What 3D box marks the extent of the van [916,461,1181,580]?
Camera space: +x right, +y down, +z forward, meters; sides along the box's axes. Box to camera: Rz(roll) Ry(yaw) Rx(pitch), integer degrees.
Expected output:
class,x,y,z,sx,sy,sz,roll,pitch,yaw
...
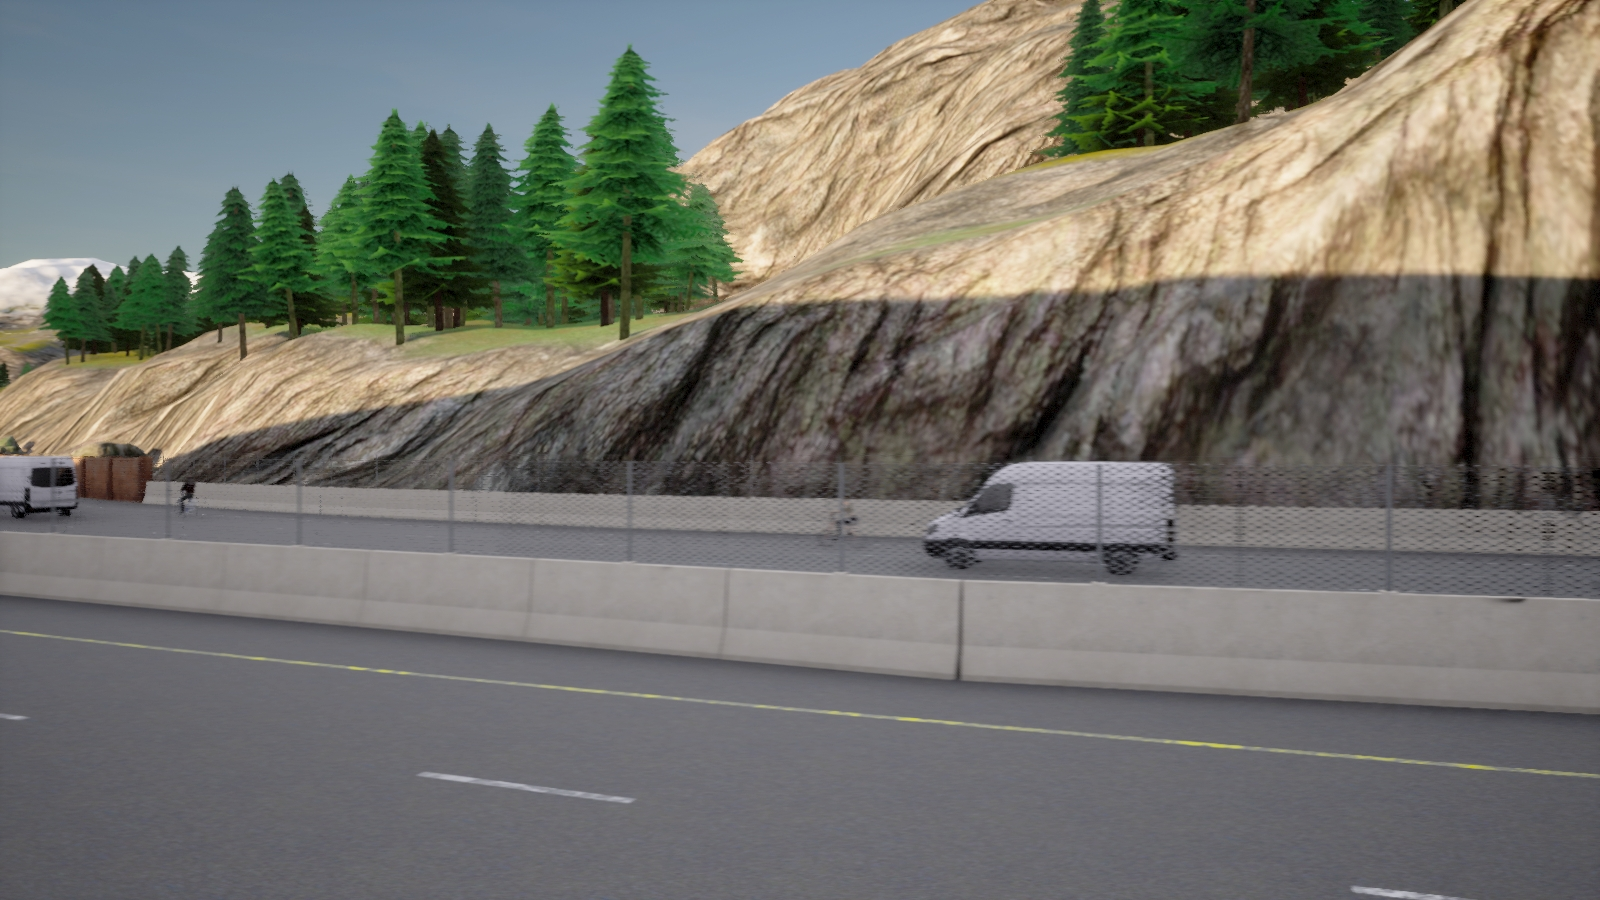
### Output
class,x,y,z,sx,sy,sz,roll,pitch,yaw
van,5.874,1.562,27.067,5.915,2.561,1.988,0,0,20

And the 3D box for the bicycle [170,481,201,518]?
class,x,y,z,sx,sy,sz,roll,pitch,yaw
bicycle,-25.750,2.069,47.866,1.835,1.489,0.329,0,0,33

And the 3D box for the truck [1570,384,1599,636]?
class,x,y,z,sx,sy,sz,roll,pitch,yaw
truck,16.202,0.918,16.032,8.468,3.827,2.891,0,0,16

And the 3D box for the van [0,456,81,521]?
class,x,y,z,sx,sy,sz,roll,pitch,yaw
van,-32.787,1.547,48.309,5.915,2.561,1.988,0,0,36
